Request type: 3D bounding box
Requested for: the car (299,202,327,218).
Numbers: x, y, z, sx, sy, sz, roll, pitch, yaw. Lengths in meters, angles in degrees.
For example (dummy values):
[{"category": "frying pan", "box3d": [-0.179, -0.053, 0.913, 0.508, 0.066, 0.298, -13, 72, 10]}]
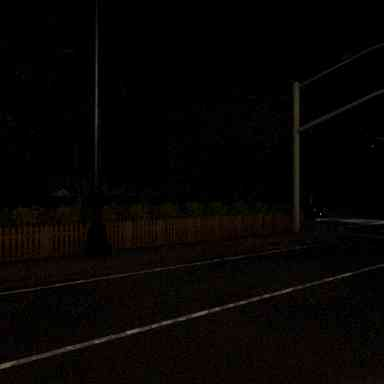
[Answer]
[{"category": "car", "box3d": [9.856, 1.601, 30.557, 1.895, 1.301, 4.718, 0, 0, -35]}]
